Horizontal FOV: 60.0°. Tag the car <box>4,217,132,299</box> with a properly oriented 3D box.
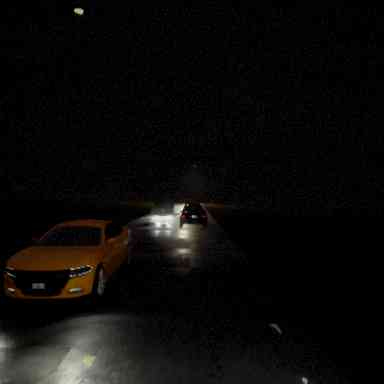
[{"bbox_3d":[-2.839,1.474,8.660,1.882,1.535,5.008,0,0,0],"label":"car"}]

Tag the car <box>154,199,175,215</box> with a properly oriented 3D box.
[{"bbox_3d":[-2.857,1.546,35.138,2.128,1.511,4.902,0,0,0],"label":"car"}]

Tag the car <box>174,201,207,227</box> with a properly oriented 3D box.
[{"bbox_3d":[0.092,1.562,22.758,2.033,1.411,5.357,0,0,0],"label":"car"}]
